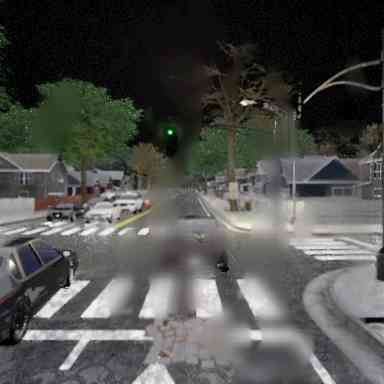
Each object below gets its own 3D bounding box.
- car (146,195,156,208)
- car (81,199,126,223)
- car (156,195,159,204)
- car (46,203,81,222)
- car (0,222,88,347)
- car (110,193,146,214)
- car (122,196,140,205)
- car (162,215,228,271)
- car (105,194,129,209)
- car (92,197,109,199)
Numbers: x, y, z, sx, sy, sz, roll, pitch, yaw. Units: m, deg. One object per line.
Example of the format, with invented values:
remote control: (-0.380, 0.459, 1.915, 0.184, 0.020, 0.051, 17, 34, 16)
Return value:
car: (-6.575, 1.226, 44.820, 2.097, 1.767, 4.553, 0, 1, 0)
car: (-6.593, 1.505, 25.251, 1.812, 1.442, 4.674, 0, 0, 0)
car: (-6.508, 1.228, 55.040, 1.837, 1.490, 4.892, 0, 1, 0)
car: (-9.851, 1.541, 26.349, 1.994, 1.385, 4.181, 0, 0, 0)
car: (-3.572, 1.558, 6.178, 2.033, 1.411, 5.357, 0, 0, -6)
car: (-6.594, 1.179, 34.932, 2.150, 2.045, 5.566, 0, 0, 0)
car: (-9.758, 1.312, 53.412, 1.994, 1.385, 4.181, 0, 1, 0)
car: (0.088, 1.509, 10.857, 1.837, 1.490, 4.892, 0, 0, 0)
car: (-9.830, 1.238, 43.740, 2.097, 1.767, 4.553, 0, 1, 0)
car: (-9.843, 1.309, 35.038, 2.097, 1.767, 4.553, 0, 0, 0)
